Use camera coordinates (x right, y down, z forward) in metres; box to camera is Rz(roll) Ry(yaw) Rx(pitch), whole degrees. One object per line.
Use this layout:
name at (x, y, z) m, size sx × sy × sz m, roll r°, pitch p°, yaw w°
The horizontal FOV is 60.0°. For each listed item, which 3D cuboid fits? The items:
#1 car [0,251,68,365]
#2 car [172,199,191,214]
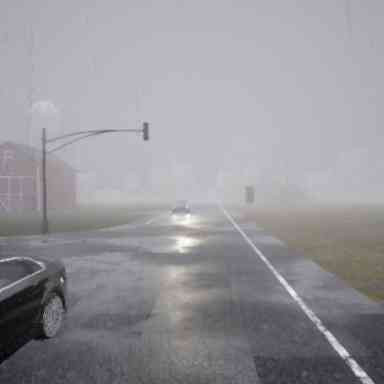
car at (-3.185, 1.576, 3.944) m, size 2.128 × 1.511 × 4.902 m, roll -1°, pitch -1°, yaw 3°
car at (-1.221, 1.701, 40.221) m, size 2.097 × 1.767 × 4.553 m, roll -1°, pitch -1°, yaw 3°
